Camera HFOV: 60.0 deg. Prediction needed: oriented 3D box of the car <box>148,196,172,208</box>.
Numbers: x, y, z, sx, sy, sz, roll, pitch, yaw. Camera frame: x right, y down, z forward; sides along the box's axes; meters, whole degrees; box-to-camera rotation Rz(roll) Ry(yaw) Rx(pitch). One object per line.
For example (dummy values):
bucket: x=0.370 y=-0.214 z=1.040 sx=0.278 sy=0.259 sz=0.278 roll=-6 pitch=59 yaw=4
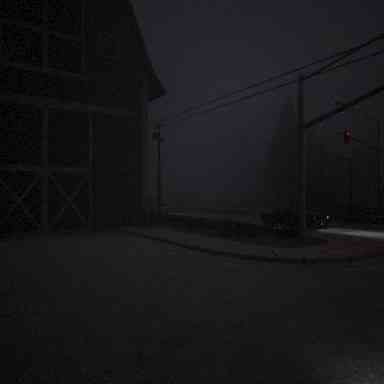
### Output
car: x=-4.586 y=1.490 z=40.262 sx=2.150 sy=2.045 sz=5.566 roll=0 pitch=0 yaw=-34

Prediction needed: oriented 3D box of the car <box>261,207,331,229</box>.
car: x=7.116 y=1.760 z=23.196 sx=1.895 sy=1.301 sz=4.718 roll=0 pitch=0 yaw=-34
